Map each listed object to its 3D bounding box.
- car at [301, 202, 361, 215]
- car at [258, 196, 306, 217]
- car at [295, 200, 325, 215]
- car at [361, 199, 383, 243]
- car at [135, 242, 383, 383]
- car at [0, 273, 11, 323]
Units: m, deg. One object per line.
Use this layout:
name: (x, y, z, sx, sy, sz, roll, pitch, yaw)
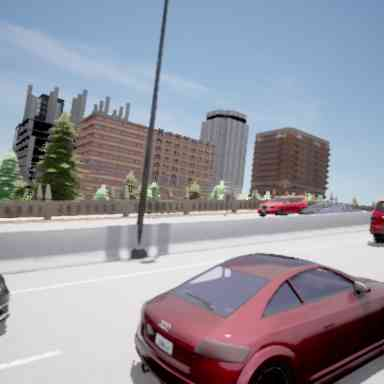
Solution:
car: (10.810, 1.702, 24.600, 5.357, 1.411, 2.033, 0, 0, -35)
car: (8.745, 1.392, 31.721, 5.566, 2.045, 2.150, 0, 0, -35)
car: (11.648, 1.682, 29.490, 4.892, 1.490, 1.837, 0, 0, -35)
car: (10.519, 1.340, 15.549, 5.566, 2.045, 2.150, 0, 0, -36)
car: (1.336, 1.589, 4.698, 4.181, 1.385, 1.994, 0, 0, -35)
car: (-5.170, 1.479, 4.358, 4.902, 1.511, 2.128, 0, 0, -35)
